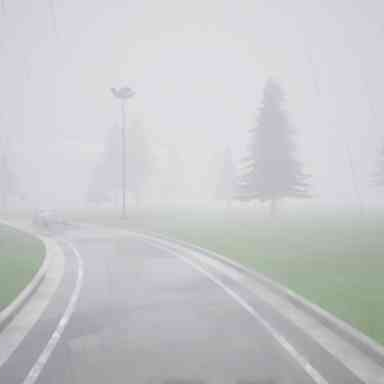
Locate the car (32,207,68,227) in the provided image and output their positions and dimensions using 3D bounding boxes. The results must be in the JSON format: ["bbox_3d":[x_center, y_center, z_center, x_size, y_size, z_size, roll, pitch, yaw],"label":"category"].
[{"bbox_3d":[-11.511,1.984,26.987,1.812,1.442,4.674,0,-1,-39],"label":"car"}]
